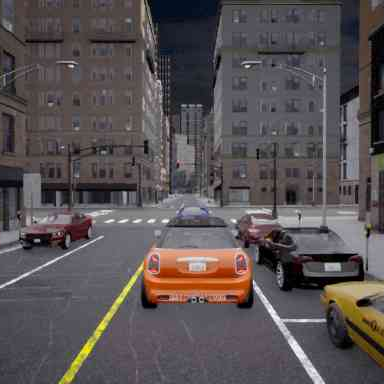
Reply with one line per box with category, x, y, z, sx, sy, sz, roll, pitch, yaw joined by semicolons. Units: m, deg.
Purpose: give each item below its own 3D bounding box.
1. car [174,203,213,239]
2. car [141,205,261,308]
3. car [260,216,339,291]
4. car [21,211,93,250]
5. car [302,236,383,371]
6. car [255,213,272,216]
car;0.105;1.472;18.339;1.882;1.535;5.008;0;0;1
car;0.099;1.350;8.051;2.097;1.767;4.553;0;0;0
car;2.869;1.563;8.854;1.947;1.339;4.313;-1;0;0
car;-5.675;1.540;14.438;1.887;1.381;4.507;-1;0;0
car;2.867;1.524;3.437;1.752;1.417;4.829;-1;0;0
car;2.870;1.577;14.439;1.802;1.307;4.206;-1;0;0
